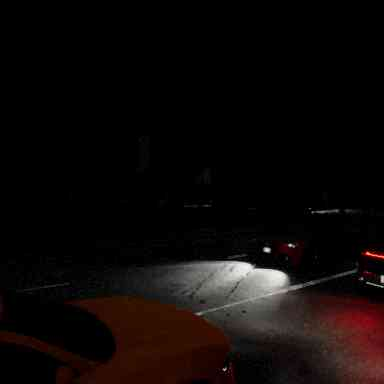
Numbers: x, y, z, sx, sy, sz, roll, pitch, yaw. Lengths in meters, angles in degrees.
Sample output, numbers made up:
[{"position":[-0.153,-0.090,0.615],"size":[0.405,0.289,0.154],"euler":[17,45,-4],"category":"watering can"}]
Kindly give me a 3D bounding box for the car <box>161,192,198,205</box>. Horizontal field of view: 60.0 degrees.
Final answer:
[{"position":[-2.046,1.017,52.546],"size":[2.150,2.045,5.566],"euler":[-1,0,-39],"category":"car"}]

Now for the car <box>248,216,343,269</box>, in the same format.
[{"position":[3.852,1.526,11.053],"size":[4.181,1.385,1.994],"euler":[0,0,-36],"category":"car"}]

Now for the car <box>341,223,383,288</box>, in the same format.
[{"position":[5.825,1.468,7.922],"size":[4.892,1.490,1.837],"euler":[0,0,-36],"category":"car"}]

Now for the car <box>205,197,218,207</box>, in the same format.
[{"position":[4.508,1.268,44.401],"size":[1.882,1.535,5.008],"euler":[-1,0,-39],"category":"car"}]

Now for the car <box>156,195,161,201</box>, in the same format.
[{"position":[-8.780,1.339,72.278],"size":[1.895,1.301,4.718],"euler":[-1,0,-38],"category":"car"}]

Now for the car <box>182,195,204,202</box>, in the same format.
[{"position":[0.073,1.308,66.972],"size":[1.895,1.301,4.718],"euler":[-1,0,-39],"category":"car"}]

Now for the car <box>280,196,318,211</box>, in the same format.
[{"position":[10.658,1.333,36.767],"size":[2.033,1.411,5.357],"euler":[-1,0,-39],"category":"car"}]

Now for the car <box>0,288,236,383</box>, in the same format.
[{"position":[-1.879,1.478,2.388],"size":[5.008,1.535,1.882],"euler":[0,0,-36],"category":"car"}]

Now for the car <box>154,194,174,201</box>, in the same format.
[{"position":[-6.278,1.238,74.749],"size":[2.128,1.511,4.902],"euler":[-1,0,-38],"category":"car"}]

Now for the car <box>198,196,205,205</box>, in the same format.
[{"position":[1.380,1.366,53.875],"size":[1.895,1.301,4.718],"euler":[-1,0,-39],"category":"car"}]

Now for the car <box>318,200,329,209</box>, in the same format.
[{"position":[13.472,1.260,38.854],"size":[1.837,1.490,4.892],"euler":[-1,0,-39],"category":"car"}]
